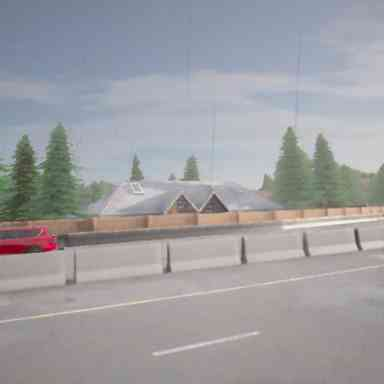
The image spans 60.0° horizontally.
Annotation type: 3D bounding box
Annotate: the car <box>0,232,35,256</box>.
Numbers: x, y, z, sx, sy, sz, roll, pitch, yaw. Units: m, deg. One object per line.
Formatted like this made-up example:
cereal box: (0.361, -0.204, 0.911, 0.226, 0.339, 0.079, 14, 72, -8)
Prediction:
car: (-14.532, 3.879, 24.661, 5.008, 1.535, 1.882, -1, -4, -21)

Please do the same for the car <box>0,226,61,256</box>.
car: (-10.544, 3.026, 18.710, 5.566, 2.045, 2.150, -1, -4, -21)

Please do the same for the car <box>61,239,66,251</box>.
car: (-11.264, 3.628, 22.131, 5.357, 1.411, 2.033, -1, -4, -21)
